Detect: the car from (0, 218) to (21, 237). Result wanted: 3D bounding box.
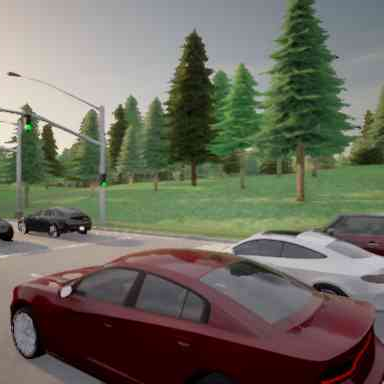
[{"bbox_3d":[-10.158,1.609,15.519,4.181,1.385,1.994,0,0,36],"label":"car"}]

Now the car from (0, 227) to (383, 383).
[{"bbox_3d":[-0.403,1.485,4.279,5.008,1.535,1.882,0,0,35],"label":"car"}]

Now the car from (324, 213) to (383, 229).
[{"bbox_3d":[4.583,1.357,9.321,4.553,1.767,2.097,0,0,35],"label":"car"}]

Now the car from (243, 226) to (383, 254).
[{"bbox_3d":[1.734,1.533,7.052,4.674,1.442,1.812,0,0,36],"label":"car"}]

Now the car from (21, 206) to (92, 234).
[{"bbox_3d":[-7.415,1.547,17.862,4.892,1.490,1.837,0,0,36],"label":"car"}]
